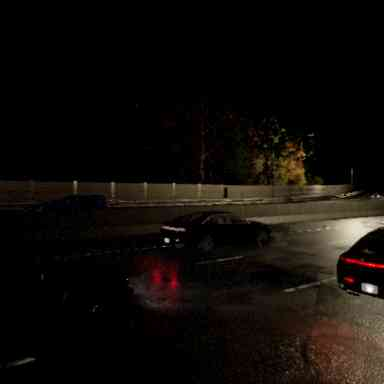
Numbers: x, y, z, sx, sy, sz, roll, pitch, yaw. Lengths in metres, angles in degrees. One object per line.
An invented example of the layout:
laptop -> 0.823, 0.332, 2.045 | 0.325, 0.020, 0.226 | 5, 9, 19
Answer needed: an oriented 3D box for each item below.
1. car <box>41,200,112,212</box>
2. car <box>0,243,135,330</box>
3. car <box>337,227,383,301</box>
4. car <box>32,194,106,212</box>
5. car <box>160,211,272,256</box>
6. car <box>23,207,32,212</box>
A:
car -> -8.011, 1.530, 24.057 | 4.674, 1.442, 1.812 | 0, 0, -36
car -> -3.702, 1.548, 5.407 | 5.357, 1.411, 2.033 | 0, 0, -36
car -> 5.203, 1.508, 7.460 | 4.892, 1.490, 1.837 | 0, 0, -36
car -> -9.617, 1.226, 27.226 | 5.566, 2.045, 2.150 | 0, 0, -35
car -> 1.097, 1.495, 13.125 | 4.902, 1.511, 2.128 | 0, 0, -36
car -> -12.405, 1.530, 29.548 | 4.674, 1.442, 1.812 | 0, 0, -35
